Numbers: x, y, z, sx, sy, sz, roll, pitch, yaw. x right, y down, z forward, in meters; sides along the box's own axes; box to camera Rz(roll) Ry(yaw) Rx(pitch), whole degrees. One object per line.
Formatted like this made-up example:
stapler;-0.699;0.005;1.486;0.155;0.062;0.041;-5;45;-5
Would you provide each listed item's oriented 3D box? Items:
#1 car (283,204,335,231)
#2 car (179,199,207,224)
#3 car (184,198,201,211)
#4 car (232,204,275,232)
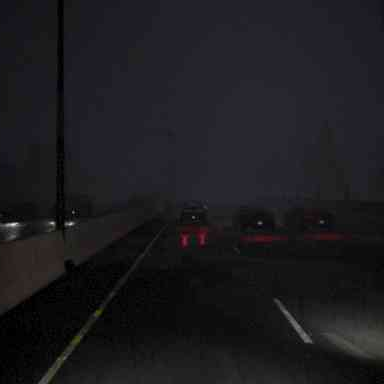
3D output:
car;7.100;1.482;20.690;1.882;1.535;5.008;0;0;0
car;0.099;1.494;24.728;2.128;1.511;4.902;0;0;0
car;0.078;1.555;42.866;2.033;1.411;5.357;0;0;0
car;3.600;1.481;20.069;1.882;1.535;5.008;0;0;0
